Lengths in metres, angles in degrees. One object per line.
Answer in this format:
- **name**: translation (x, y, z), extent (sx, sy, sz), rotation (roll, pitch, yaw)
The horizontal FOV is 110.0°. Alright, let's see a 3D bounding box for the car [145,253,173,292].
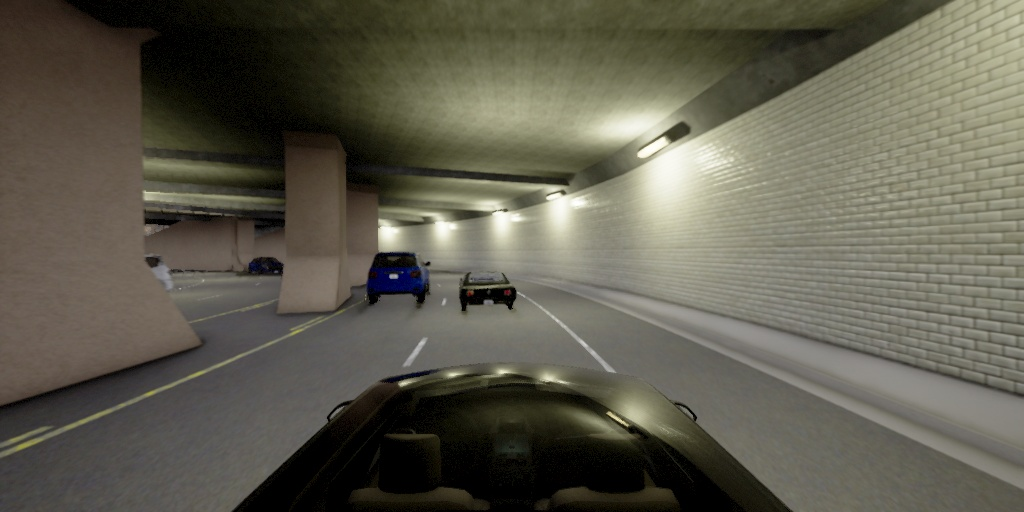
- **car**: translation (-14.997, 0.929, 12.675), extent (2.150, 2.045, 5.566), rotation (0, 1, -9)

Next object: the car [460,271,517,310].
- **car**: translation (-1.076, 1.207, 13.886), extent (1.895, 1.301, 4.718), rotation (0, 1, -8)

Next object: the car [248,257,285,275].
- **car**: translation (-23.042, 0.849, 33.788), extent (4.553, 1.767, 2.097), rotation (0, 1, 39)

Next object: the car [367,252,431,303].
- **car**: translation (-4.854, 0.826, 15.866), extent (2.150, 2.045, 5.566), rotation (0, 1, -10)
